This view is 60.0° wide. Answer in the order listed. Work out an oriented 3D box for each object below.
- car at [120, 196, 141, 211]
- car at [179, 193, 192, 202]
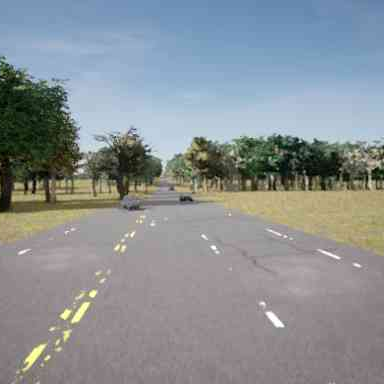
[{"bbox_3d":[-6.390,1.177,34.820,1.837,1.490,4.892,-1,1,-5],"label":"car"},{"bbox_3d":[-1.060,0.886,54.402,1.895,1.301,4.718,-1,1,-5],"label":"car"}]
